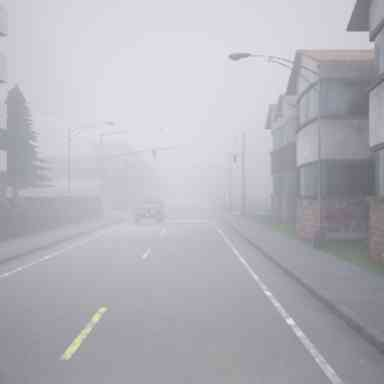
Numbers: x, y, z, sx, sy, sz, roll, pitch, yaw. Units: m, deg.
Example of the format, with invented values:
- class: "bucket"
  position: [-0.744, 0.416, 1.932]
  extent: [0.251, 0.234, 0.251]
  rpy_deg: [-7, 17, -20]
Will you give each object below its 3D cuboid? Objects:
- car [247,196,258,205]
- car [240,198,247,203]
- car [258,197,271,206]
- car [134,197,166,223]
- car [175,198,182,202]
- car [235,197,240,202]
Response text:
- class: "car"
  position: [14.143, 1.796, 66.300]
  extent: [5.027, 1.636, 2.152]
  rpy_deg: [0, -1, 0]
- class: "car"
  position: [14.137, 1.840, 79.095]
  extent: [3.866, 1.878, 1.905]
  rpy_deg: [0, -1, 0]
- class: "car"
  position: [14.469, 1.814, 59.883]
  extent: [3.806, 1.475, 1.970]
  rpy_deg: [0, -1, 0]
- class: "car"
  position: [-3.510, 1.478, 28.662]
  extent: [2.150, 2.045, 5.566]
  rpy_deg: [0, -1, 0]
- class: "car"
  position: [-3.530, 2.346, 88.556]
  extent: [1.812, 1.442, 4.674]
  rpy_deg: [0, -1, 0]
- class: "car"
  position: [13.723, 1.888, 82.000]
  extent: [4.605, 1.855, 1.932]
  rpy_deg: [0, -1, 0]
